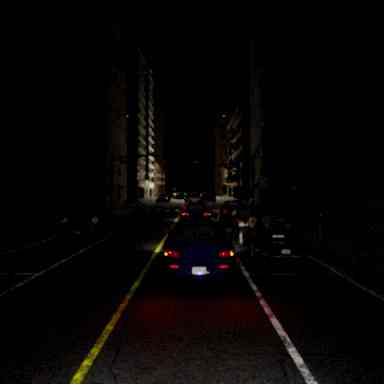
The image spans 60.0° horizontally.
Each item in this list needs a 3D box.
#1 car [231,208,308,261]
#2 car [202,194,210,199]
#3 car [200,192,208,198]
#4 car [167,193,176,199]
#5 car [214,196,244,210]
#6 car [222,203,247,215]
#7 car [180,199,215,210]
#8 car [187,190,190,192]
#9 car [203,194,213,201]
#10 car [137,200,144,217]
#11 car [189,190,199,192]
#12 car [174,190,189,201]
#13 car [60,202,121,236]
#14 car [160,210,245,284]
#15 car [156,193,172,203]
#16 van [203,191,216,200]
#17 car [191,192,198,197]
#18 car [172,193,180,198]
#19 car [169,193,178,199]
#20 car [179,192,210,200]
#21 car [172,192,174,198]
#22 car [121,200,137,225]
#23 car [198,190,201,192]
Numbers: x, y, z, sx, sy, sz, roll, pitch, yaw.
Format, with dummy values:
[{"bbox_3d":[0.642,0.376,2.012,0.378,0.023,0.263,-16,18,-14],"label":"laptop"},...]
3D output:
[{"bbox_3d":[2.722,1.468,11.732,2.008,1.369,4.403,0,0,0],"label":"car"},{"bbox_3d":[3.272,1.033,78.092,1.802,1.307,4.206,0,0,0],"label":"car"},{"bbox_3d":[3.413,0.760,95.134,1.967,1.590,4.097,0,0,0],"label":"car"},{"bbox_3d":[-4.755,0.977,77.982,1.752,1.417,4.829,0,0,0],"label":"car"},{"bbox_3d":[2.814,1.281,22.769,1.967,1.590,4.097,0,0,0],"label":"car"},{"bbox_3d":[2.768,1.461,17.251,1.802,1.307,4.206,0,0,0],"label":"car"},{"bbox_3d":[0.262,1.381,20.678,1.812,1.442,4.674,0,0,0],"label":"car"},{"bbox_3d":[-2.059,0.931,85.021,2.033,1.411,5.357,0,0,0],"label":"car"},{"bbox_3d":[3.178,1.115,66.730,1.802,1.307,4.206,0,0,0],"label":"car"},{"bbox_3d":[-5.166,1.354,28.346,2.008,1.369,4.403,0,0,0],"label":"car"},{"bbox_3d":[0.695,0.745,85.486,2.097,1.767,4.553,0,0,0],"label":"car"},{"bbox_3d":[-2.195,0.998,68.685,1.882,1.535,5.008,0,1,1],"label":"car"},{"bbox_3d":[-5.257,1.320,17.310,1.967,1.590,4.097,0,0,0],"label":"car"},{"bbox_3d":[0.166,1.460,9.268,1.812,1.442,4.674,0,1,0],"label":"car"},{"bbox_3d":[-4.942,1.164,55.426,2.008,1.369,4.403,0,0,0],"label":"car"},{"bbox_3d":[3.083,0.954,55.367,1.690,1.788,3.998,0,0,0],"label":"van"},{"bbox_3d":[0.778,0.783,95.518,1.812,1.442,4.674,0,0,0],"label":"car"},{"bbox_3d":[-4.612,0.886,95.196,1.947,1.339,4.313,0,0,0],"label":"car"},{"bbox_3d":[-4.706,0.973,83.834,1.947,1.339,4.313,0,0,0],"label":"car"},{"bbox_3d":[0.313,1.143,29.944,2.097,1.767,4.553,0,0,3],"label":"car"},{"bbox_3d":[-4.894,1.118,61.107,1.887,1.381,4.507,0,0,0],"label":"car"},{"bbox_3d":[-5.213,1.368,22.657,1.752,1.417,4.829,0,0,0],"label":"car"},{"bbox_3d":[3.319,0.722,83.771,2.192,1.841,5.009,0,0,0],"label":"car"}]
